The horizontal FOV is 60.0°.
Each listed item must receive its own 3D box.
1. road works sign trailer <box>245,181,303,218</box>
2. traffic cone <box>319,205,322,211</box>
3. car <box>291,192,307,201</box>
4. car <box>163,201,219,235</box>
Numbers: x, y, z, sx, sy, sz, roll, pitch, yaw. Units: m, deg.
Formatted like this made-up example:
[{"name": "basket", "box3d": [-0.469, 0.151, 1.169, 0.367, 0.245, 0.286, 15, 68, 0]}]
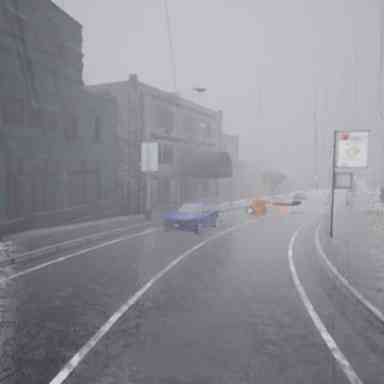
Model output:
[{"name": "road works sign trailer", "box3d": [6.236, 0.654, 25.345, 3.560, 2.880, 2.380, 3, 2, 37]}, {"name": "traffic cone", "box3d": [13.894, 1.747, 35.990, 0.340, 0.580, 0.340, 3, 2, 26]}, {"name": "car", "box3d": [17.954, 0.771, 55.578, 1.994, 1.385, 4.181, 3, 3, 27]}, {"name": "car", "box3d": [0.090, 1.291, 17.986, 1.882, 1.535, 5.008, 2, 1, 20]}]
